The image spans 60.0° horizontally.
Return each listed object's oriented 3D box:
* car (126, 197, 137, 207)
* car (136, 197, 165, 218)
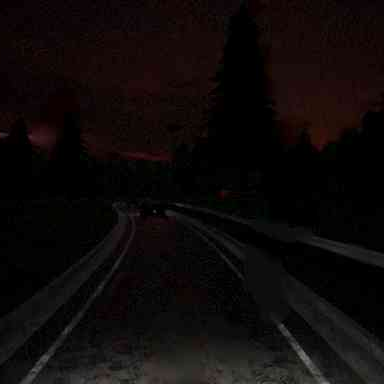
[{"bbox_3d":[-9.032,1.451,50.922,2.128,1.511,4.902,0,0,-14],"label":"car"},{"bbox_3d":[-3.648,1.452,29.879,1.882,1.535,5.008,0,0,-13],"label":"car"}]
